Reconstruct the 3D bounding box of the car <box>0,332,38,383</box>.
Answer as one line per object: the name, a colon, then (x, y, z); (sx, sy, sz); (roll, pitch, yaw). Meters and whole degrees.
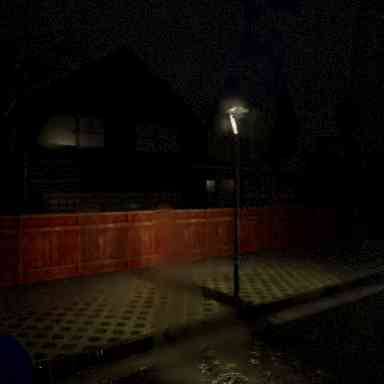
car: (-3.041, 1.472, 0.823); (5.008, 1.535, 1.882); (0, 0, -35)
